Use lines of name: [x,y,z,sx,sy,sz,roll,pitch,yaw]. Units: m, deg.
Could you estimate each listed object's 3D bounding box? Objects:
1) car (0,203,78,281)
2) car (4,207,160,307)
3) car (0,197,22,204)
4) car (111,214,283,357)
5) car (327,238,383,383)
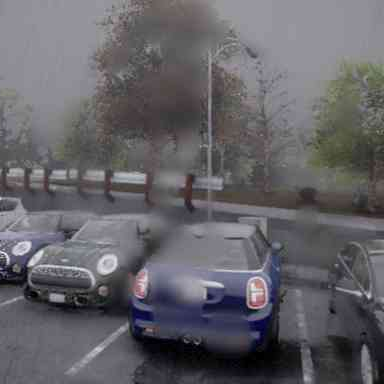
car: [-4.293,1.350,9.941,2.185,1.767,4.553,1,-1,16]
car: [-1.827,1.354,8.186,2.185,1.767,4.553,1,-1,16]
car: [-9.217,1.216,13.403,2.435,2.045,5.566,1,-1,16]
car: [0.609,1.357,6.369,2.185,1.767,4.553,0,-1,15]
car: [3.081,1.487,4.644,2.231,1.521,4.892,1,-1,16]
